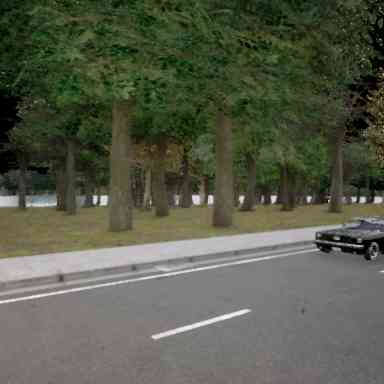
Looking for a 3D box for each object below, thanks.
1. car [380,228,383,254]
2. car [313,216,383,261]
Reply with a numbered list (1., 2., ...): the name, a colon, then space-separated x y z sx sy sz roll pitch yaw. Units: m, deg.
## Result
1. car: 7.151 1.613 8.782 4.718 1.301 1.895 0 0 -35
2. car: 6.643 1.615 12.411 4.718 1.301 1.895 0 0 -35
